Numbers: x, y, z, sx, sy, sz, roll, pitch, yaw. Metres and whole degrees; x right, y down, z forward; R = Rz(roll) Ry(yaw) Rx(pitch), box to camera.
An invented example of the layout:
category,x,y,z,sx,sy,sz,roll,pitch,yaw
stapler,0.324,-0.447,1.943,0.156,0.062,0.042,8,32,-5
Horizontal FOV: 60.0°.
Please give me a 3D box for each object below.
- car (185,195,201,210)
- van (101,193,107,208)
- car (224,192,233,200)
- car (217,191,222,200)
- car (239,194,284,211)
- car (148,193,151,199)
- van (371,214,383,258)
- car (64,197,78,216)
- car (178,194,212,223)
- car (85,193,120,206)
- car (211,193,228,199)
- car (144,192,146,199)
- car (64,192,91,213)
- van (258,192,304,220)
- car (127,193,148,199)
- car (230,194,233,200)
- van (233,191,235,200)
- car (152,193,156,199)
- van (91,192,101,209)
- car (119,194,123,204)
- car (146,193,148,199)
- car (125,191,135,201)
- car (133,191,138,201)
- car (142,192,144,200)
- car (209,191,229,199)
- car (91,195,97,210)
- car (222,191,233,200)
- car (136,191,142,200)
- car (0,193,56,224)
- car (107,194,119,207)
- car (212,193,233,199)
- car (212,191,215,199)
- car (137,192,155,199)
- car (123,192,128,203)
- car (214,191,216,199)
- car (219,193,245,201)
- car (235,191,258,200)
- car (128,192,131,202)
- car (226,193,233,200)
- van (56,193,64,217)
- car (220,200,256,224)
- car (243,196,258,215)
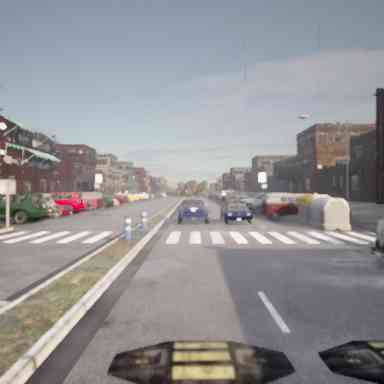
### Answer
category,x,y,z,sx,sy,sz,roll,pitch,yaw
car,0.099,1.258,41.132,1.882,1.535,5.008,0,1,0
van,-12.989,1.045,39.858,4.442,1.987,1.878,0,1,0
car,7.825,1.190,48.127,5.366,1.575,1.946,0,1,0
car,7.611,0.853,56.398,5.566,2.045,2.435,0,1,0
car,7.671,1.169,37.094,4.553,1.767,2.185,0,0,0
car,-12.773,0.716,75.977,5.566,2.045,2.435,0,0,0
van,7.523,1.206,9.514,4.442,1.987,1.878,0,0,0
car,-12.886,1.383,28.870,4.792,1.488,2.163,0,0,0
car,0.100,1.248,24.393,2.097,1.767,4.553,0,0,0
car,-12.886,1.064,48.198,4.553,1.767,2.185,0,1,0
car,7.637,1.116,92.225,4.674,1.452,2.002,0,0,0
car,-12.810,1.012,70.425,4.674,1.452,2.002,0,0,0
car,-12.930,1.085,31.522,5.566,2.045,2.435,0,0,0
van,7.756,1.143,26.058,4.442,1.987,1.878,0,0,0
car,-12.795,1.016,78.751,4.674,1.452,2.002,0,0,0
car,7.637,1.287,42.612,4.674,1.452,2.002,0,1,0
van,7.523,1.046,39.851,4.442,1.987,1.878,0,0,0
car,-12.786,1.036,87.210,4.892,1.521,2.231,0,0,0
van,-12.999,1.068,37.205,4.442,1.987,1.878,0,0,0
car,-12.674,1.215,45.542,5.366,1.575,1.946,0,1,0
car,-12.993,0.964,73.198,5.366,1.575,1.946,0,0,0
car,-12.845,1.097,56.536,4.892,1.521,2.231,0,1,0
car,-12.838,1.063,59.440,5.008,1.535,2.097,0,1,0
car,-12.820,1.025,67.767,4.674,1.452,2.002,0,1,0
car,7.668,0.847,94.984,5.566,2.045,2.435,0,0,0
car,-12.883,1.317,34.424,4.892,1.521,2.231,0,1,0
car,7.608,1.009,53.642,4.553,1.767,2.185,0,1,0
car,-13.008,1.003,64.997,5.366,1.575,1.946,0,1,0
car,-12.969,1.133,23.185,5.566,2.045,2.435,0,0,0
car,-12.835,0.993,42.757,5.566,2.045,2.435,0,1,0
car,7.634,1.013,83.953,5.008,1.535,2.097,0,0,0
car,7.611,0.734,70.178,5.566,2.045,2.435,0,0,0
car,-12.742,0.954,92.652,4.553,1.767,2.185,0,-1,0
car,-12.844,1.160,50.977,5.008,1.535,2.097,0,1,0
car,7.634,0.996,67.422,5.008,1.535,2.097,0,0,0
car,7.669,1.049,64.670,4.792,1.488,2.163,0,1,0
car,7.611,1.064,34.334,5.566,2.045,2.435,0,0,0
car,-12.873,1.158,53.757,4.792,1.488,2.163,0,1,0
car,7.825,1.218,45.368,5.366,1.575,1.946,0,1,0
van,-12.810,1.145,25.962,4.442,1.987,1.878,0,0,0
car,3.101,1.500,24.111,1.895,1.301,4.718,0,0,0
car,7.611,1.365,31.579,4.792,1.488,2.163,0,0,0
